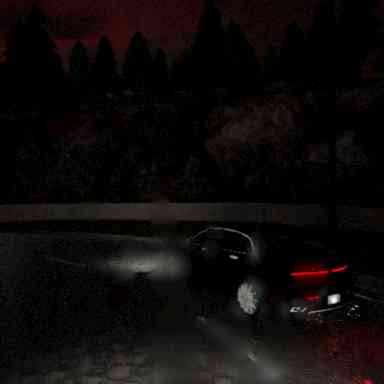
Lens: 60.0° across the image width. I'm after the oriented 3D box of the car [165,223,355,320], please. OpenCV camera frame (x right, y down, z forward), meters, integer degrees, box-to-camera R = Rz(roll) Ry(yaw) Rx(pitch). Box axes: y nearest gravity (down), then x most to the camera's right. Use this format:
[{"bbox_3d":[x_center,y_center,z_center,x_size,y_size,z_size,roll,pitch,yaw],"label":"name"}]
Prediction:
[{"bbox_3d":[1.056,1.444,7.383,1.837,1.490,4.892,1,0,-30],"label":"car"}]
